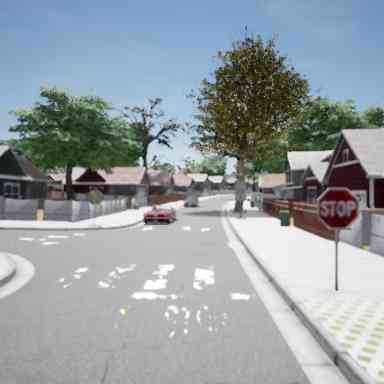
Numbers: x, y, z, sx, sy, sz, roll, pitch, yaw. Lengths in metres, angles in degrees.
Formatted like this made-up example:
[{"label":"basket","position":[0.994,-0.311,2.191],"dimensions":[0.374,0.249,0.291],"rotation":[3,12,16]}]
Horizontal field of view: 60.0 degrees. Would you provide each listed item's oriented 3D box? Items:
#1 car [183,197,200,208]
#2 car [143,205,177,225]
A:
[{"label":"car","position":[-0.034,1.436,45.450],"dimensions":[1.837,1.490,4.892],"rotation":[0,1,6]},{"label":"car","position":[-2.277,1.624,24.489],"dimensions":[1.895,1.301,4.718],"rotation":[0,0,4]}]
